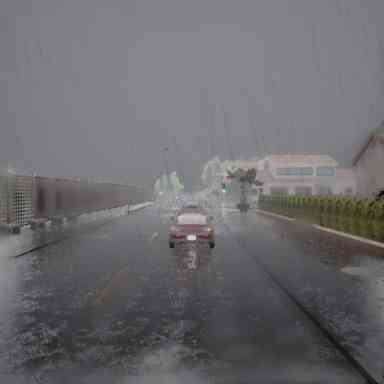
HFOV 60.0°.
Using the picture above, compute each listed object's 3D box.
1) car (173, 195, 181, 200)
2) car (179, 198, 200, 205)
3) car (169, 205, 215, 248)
[{"bbox_3d":[-4.000,1.507,90.333,2.128,1.511,4.902,0,0,0],"label":"car"},{"bbox_3d":[0.000,1.515,29.649,1.837,1.490,4.892,0,0,0],"label":"car"},{"bbox_3d":[0.000,1.532,14.649,1.812,1.442,4.674,0,0,0],"label":"car"}]
